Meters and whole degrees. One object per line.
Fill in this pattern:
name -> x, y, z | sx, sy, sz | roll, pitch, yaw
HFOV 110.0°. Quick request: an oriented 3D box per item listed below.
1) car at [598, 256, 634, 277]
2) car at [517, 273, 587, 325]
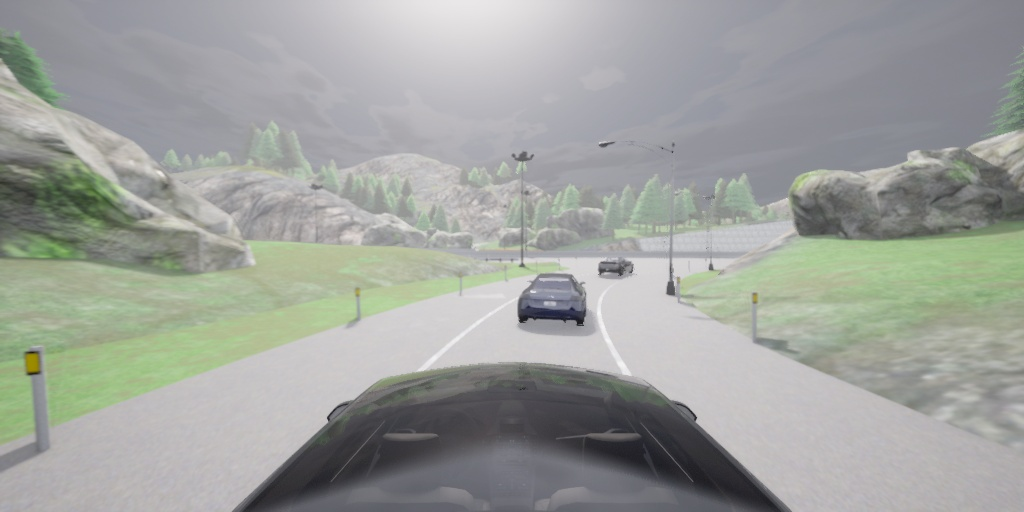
car -> 8.535, 0.774, 29.191 | 2.128, 1.511, 4.902 | 2, 2, 32
car -> 1.439, 1.246, 11.760 | 1.994, 1.385, 4.181 | 1, 1, 12
